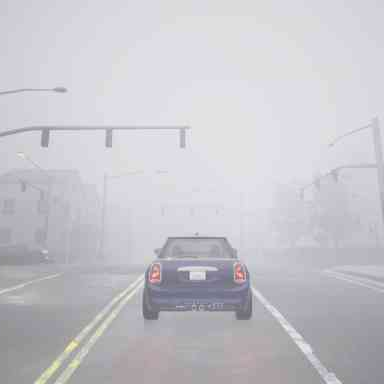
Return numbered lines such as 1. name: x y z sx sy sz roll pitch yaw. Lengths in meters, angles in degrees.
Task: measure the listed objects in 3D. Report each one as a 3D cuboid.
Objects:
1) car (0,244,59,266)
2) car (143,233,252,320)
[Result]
1. car: -12.289 4.640 24.610 4.553 1.767 2.097 -7 -12 3
2. car: 0.103 1.809 8.252 2.097 1.767 4.553 0 -7 0
